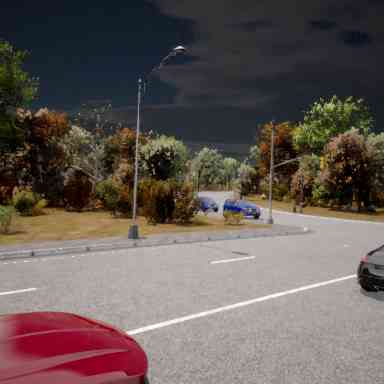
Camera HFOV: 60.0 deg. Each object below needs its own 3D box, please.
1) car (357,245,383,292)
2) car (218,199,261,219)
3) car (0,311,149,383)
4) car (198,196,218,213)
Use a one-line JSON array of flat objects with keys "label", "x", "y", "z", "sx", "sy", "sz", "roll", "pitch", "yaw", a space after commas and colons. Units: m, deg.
[{"label": "car", "x": 5.815, "y": 1.666, "z": 7.949, "sx": 4.181, "sy": 1.385, "sz": 1.994, "roll": 1, "pitch": -1, "yaw": -35}, {"label": "car", "x": 5.447, "y": 1.849, "z": 37.170, "sx": 2.150, "sy": 2.045, "sz": 5.566, "roll": 3, "pitch": -1, "yaw": -22}, {"label": "car", "x": -2.610, "y": 1.478, "z": 1.881, "sx": 5.008, "sy": 1.535, "sz": 1.882, "roll": 0, "pitch": 0, "yaw": -36}, {"label": "car", "x": 1.943, "y": 1.693, "z": 46.762, "sx": 2.150, "sy": 2.045, "sz": 5.566, "roll": 3, "pitch": 1, "yaw": -18}]
